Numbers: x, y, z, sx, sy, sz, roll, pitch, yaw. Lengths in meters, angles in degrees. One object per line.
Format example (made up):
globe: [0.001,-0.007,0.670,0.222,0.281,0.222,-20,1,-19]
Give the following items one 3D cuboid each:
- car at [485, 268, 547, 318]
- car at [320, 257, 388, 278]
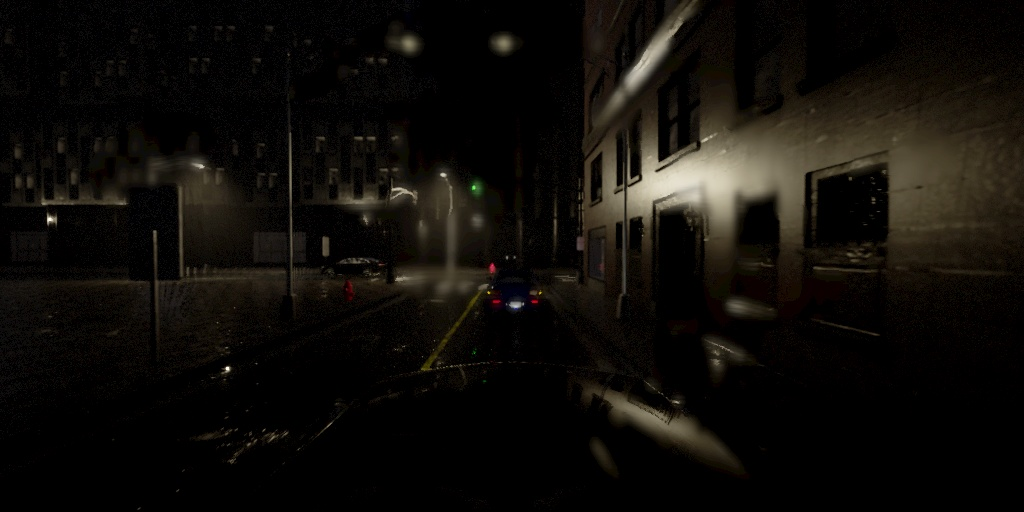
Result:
car: [0.102,1.119,12.024,1.812,1.442,4.674,0,1,0]
car: [-11.962,0.834,27.282,4.902,1.511,2.128,0,1,2]
